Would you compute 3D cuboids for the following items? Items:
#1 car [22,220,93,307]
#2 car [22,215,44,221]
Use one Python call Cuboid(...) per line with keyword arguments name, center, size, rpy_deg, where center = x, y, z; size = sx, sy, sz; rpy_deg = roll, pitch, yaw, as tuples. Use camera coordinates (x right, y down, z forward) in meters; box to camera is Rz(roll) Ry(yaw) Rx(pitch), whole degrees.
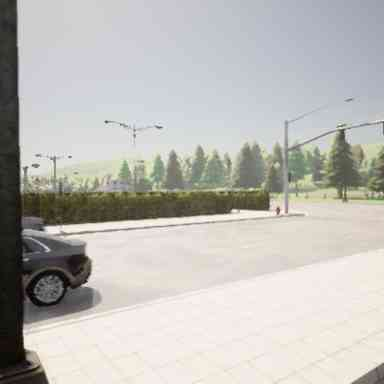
Cuboid(name="car", center=(-4.422, 1.505, 6.365), size=(4.892, 1.490, 1.837), rpy_deg=(-1, 0, -35))
Cuboid(name="car", center=(-8.062, 1.485, 12.363), size=(4.902, 1.511, 2.128), rpy_deg=(-1, 0, -35))
